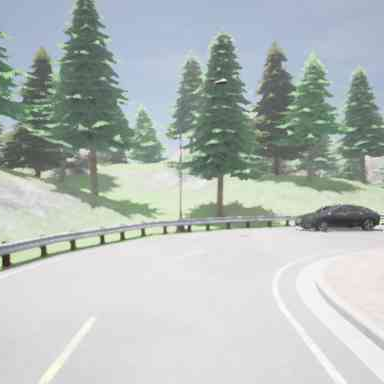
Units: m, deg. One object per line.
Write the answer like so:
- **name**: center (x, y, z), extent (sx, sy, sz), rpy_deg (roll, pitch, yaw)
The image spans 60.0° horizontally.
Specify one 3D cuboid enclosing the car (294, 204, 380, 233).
- **car**: center (8.322, 1.460, 19.170), extent (4.892, 1.490, 1.837), rpy_deg (0, -1, -11)
